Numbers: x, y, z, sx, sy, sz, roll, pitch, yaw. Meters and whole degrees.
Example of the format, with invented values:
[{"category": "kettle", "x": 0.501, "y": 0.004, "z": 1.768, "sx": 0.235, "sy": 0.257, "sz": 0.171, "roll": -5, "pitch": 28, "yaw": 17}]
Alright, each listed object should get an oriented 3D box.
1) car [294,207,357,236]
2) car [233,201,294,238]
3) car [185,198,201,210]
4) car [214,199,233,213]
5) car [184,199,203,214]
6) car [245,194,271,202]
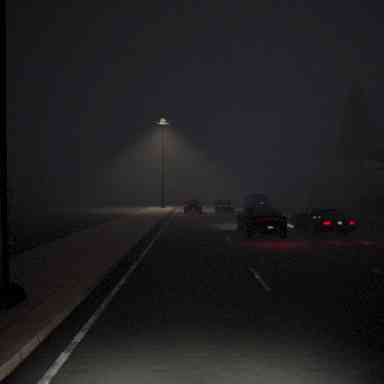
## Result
[{"category": "car", "x": 7.100, "y": 1.547, "z": 18.472, "sx": 2.033, "sy": 1.411, "sz": 5.357, "roll": 0, "pitch": 0, "yaw": 0}, {"category": "car", "x": 3.601, "y": 1.477, "z": 17.738, "sx": 1.882, "sy": 1.535, "sz": 5.008, "roll": 0, "pitch": 0, "yaw": 0}, {"category": "car", "x": 0.098, "y": 1.564, "z": 44.521, "sx": 1.994, "sy": 1.385, "sz": 4.181, "roll": 0, "pitch": 0, "yaw": 0}, {"category": "car", "x": 3.600, "y": 1.547, "z": 37.780, "sx": 2.033, "sy": 1.411, "sz": 5.357, "roll": 0, "pitch": 0, "yaw": 0}, {"category": "car", "x": 0.094, "y": 1.526, "z": 35.760, "sx": 1.812, "sy": 1.442, "sz": 4.674, "roll": 0, "pitch": 0, "yaw": 0}, {"category": "car", "x": 7.098, "y": 1.223, "z": 36.417, "sx": 2.150, "sy": 2.045, "sz": 5.566, "roll": 0, "pitch": 0, "yaw": 0}]
